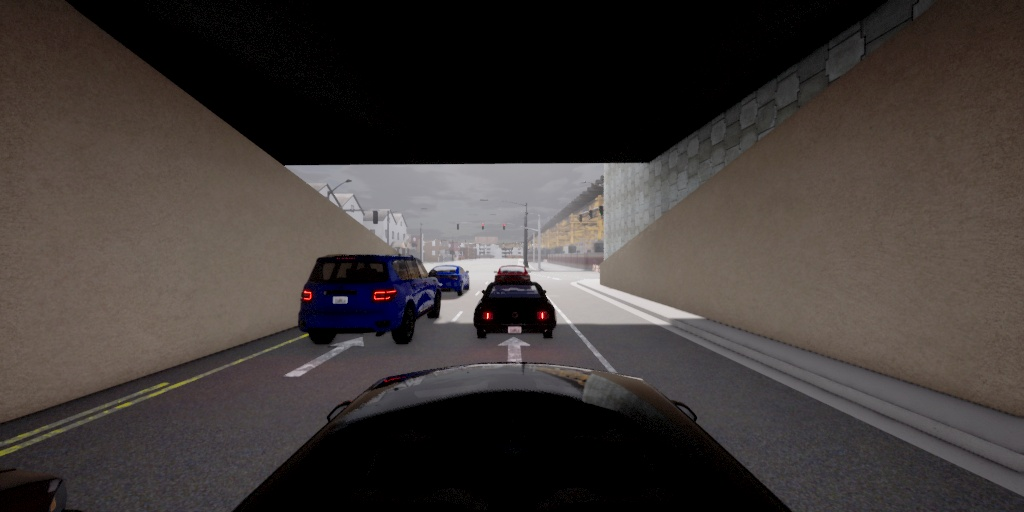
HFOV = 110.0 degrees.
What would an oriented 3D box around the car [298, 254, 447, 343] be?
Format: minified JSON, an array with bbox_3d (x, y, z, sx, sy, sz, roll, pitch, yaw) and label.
[{"bbox_3d":[-3.435,0.971,9.815,2.150,2.045,5.566,0,0,0],"label":"car"}]

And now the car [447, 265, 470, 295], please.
[{"bbox_3d":[-3.480,1.226,19.752,1.882,1.535,5.008,0,0,0],"label":"car"}]

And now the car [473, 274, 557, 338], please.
[{"bbox_3d":[0.061,1.350,10.163,1.895,1.301,4.718,0,0,0],"label":"car"}]

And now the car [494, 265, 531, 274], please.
[{"bbox_3d":[0.021,1.226,19.500,1.882,1.535,5.008,0,0,0],"label":"car"}]
